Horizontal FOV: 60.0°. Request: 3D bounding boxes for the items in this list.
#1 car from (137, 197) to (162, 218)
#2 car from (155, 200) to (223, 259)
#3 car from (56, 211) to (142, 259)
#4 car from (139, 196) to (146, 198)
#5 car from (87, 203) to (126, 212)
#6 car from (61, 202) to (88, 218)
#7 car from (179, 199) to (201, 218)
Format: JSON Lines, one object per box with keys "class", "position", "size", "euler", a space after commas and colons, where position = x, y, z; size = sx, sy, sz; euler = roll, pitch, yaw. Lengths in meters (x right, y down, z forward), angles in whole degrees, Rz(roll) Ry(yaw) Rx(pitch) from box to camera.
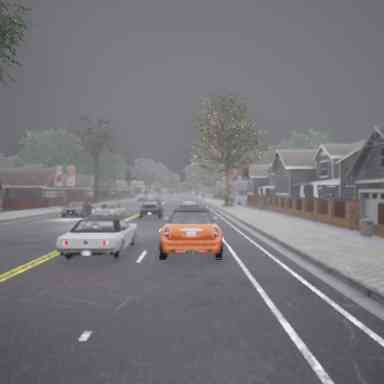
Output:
{"class": "car", "position": [-3.470, 1.488, 29.439], "size": [1.837, 1.490, 4.892], "euler": [0, 0, -1]}
{"class": "car", "position": [-0.035, 1.343, 12.650], "size": [2.097, 1.767, 4.553], "euler": [0, 0, 0]}
{"class": "car", "position": [-3.279, 1.595, 12.479], "size": [1.895, 1.301, 4.718], "euler": [0, 0, -1]}
{"class": "car", "position": [-10.548, 1.533, 71.177], "size": [2.033, 1.411, 5.357], "euler": [0, 0, -1]}
{"class": "car", "position": [-6.897, 1.587, 27.777], "size": [1.895, 1.301, 4.718], "euler": [0, 0, -1]}
{"class": "car", "position": [-10.167, 1.551, 29.822], "size": [1.994, 1.385, 4.181], "euler": [0, 0, -1]}
{"class": "car", "position": [-0.235, 1.458, 30.872], "size": [1.882, 1.535, 5.008], "euler": [0, 0, -1]}
